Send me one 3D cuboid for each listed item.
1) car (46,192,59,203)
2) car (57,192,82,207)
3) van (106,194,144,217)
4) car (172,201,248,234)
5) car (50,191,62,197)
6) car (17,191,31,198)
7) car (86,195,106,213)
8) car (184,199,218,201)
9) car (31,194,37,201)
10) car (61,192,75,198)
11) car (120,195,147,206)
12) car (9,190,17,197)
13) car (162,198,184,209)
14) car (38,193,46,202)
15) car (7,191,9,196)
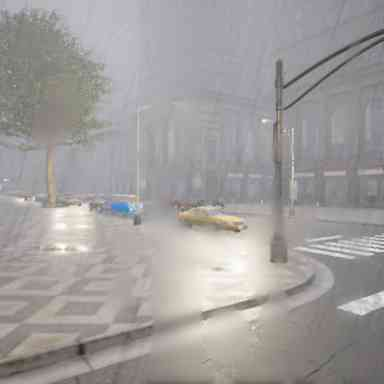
[{"bbox_3d":[-18.449,1.033,46.375,2.008,1.369,4.403,1,0,-35],"label":"car"},{"bbox_3d":[-15.115,1.092,41.645,1.752,1.417,4.829,1,0,-35],"label":"car"},{"bbox_3d":[-5.500,1.131,28.006,1.690,1.788,3.998,1,0,-35],"label":"van"},{"bbox_3d":[1.070,1.438,18.680,1.752,1.417,4.829,1,0,-35],"label":"car"},{"bbox_3d":[-34.140,0.544,83.428,1.802,1.307,4.206,1,0,-35],"label":"car"},{"bbox_3d":[-34.629,0.526,69.331,1.967,1.590,4.097,1,0,-35],"label":"car"},{"bbox_3d":[-8.739,1.271,32.598,2.008,1.369,4.403,1,0,-35],"label":"car"},{"bbox_3d":[1.460,1.385,32.926,1.947,1.339,4.313,1,0,-35],"label":"car"},{"bbox_3d":[-24.922,0.872,55.558,2.008,1.369,4.403,1,0,-35],"label":"car"},{"bbox_3d":[-27.667,0.659,74.247,1.887,1.381,4.507,1,0,-35],"label":"car"},{"bbox_3d":[-8.249,1.144,46.702,2.008,1.369,4.403,1,0,-35],"label":"car"},{"bbox_3d":[-41.103,0.373,78.514,1.967,1.590,4.097,1,0,-35],"label":"car"},{"bbox_3d":[-1.775,1.293,37.517,1.887,1.381,4.507,1,0,-35],"label":"car"},{"bbox_3d":[-21.686,0.952,50.967,2.008,1.369,4.403,1,0,-35],"label":"car"},{"bbox_3d":[-44.340,0.298,83.105,1.967,1.590,4.097,1,0,-35],"label":"car"}]
